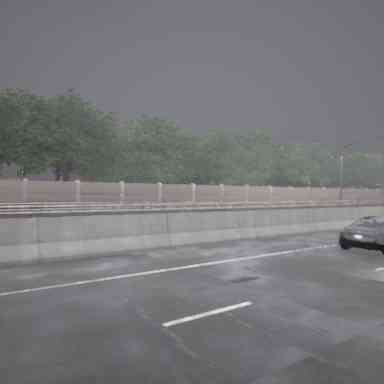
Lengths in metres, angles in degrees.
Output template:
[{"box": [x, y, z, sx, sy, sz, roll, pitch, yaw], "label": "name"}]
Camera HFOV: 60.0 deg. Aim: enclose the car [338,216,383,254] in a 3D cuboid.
[{"box": [7.987, 1.696, 13.864, 4.181, 1.385, 1.994, 1, 0, -35], "label": "car"}]
